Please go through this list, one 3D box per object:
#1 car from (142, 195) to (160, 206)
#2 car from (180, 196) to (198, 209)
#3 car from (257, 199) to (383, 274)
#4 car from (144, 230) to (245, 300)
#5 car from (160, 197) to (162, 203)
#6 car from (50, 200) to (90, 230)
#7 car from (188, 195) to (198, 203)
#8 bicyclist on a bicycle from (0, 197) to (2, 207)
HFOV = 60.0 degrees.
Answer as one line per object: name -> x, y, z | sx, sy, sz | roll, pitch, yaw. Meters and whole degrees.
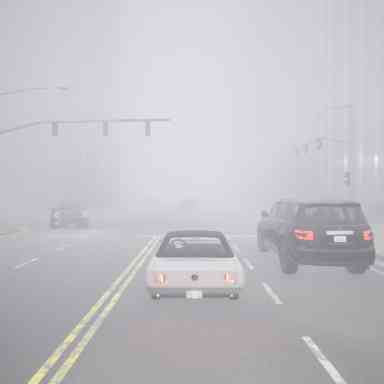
car -> -7.011, 1.352, 55.218 | 2.097, 1.767, 4.553 | 0, 0, 0
car -> -0.392, 1.491, 45.548 | 2.128, 1.511, 4.902 | 0, 0, 11
car -> 3.589, 1.222, 10.699 | 2.150, 2.045, 5.566 | 0, 0, 0
car -> 0.072, 1.601, 8.346 | 1.895, 1.301, 4.718 | 0, 0, 1
car -> -6.936, 1.547, 65.737 | 2.033, 1.411, 5.357 | 0, 0, 1
car -> -7.894, 1.352, 21.389 | 2.097, 1.767, 4.553 | 0, 0, -24
car -> 0.184, 1.494, 70.192 | 2.128, 1.511, 4.902 | 0, 0, 0
bicyclist on a bicycle -> -26.356, 1.301, 45.380 | 0.582, 1.620, 1.656 | 0, 0, 0
